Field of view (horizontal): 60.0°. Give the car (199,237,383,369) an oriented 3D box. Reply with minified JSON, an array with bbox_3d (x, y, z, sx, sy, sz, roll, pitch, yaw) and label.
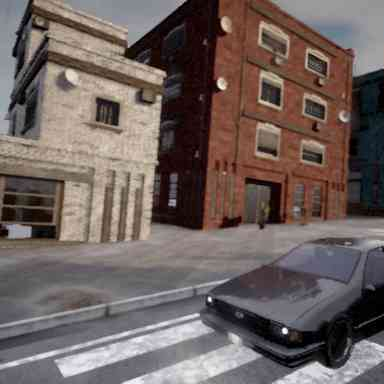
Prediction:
[{"bbox_3d":[2.738,1.558,5.939,5.357,1.411,2.033,0,0,-35],"label":"car"}]
